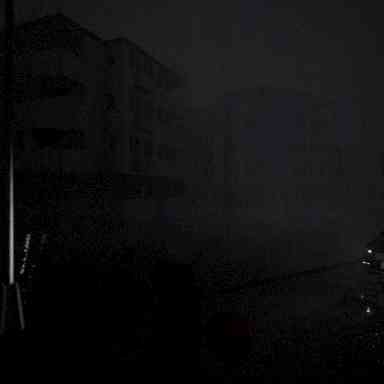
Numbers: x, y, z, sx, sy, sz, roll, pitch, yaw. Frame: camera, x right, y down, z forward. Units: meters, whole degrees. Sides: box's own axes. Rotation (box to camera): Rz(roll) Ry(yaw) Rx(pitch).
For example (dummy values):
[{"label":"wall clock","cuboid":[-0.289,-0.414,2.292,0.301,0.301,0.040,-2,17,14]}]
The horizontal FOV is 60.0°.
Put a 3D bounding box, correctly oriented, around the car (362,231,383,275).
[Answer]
[{"label":"car","cuboid":[6.699,1.522,9.354,4.902,1.511,2.128,0,0,-35]}]
